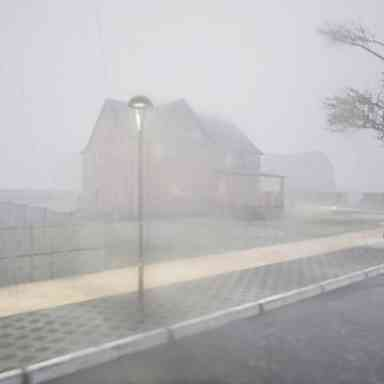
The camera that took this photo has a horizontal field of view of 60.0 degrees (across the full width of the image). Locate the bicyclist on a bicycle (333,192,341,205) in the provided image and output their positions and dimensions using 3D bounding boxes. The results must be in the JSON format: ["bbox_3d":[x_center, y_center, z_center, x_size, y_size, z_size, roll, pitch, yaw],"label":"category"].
[{"bbox_3d":[18.025,0.772,41.278,1.656,1.620,0.582,0,1,-30],"label":"bicyclist on a bicycle"}]
